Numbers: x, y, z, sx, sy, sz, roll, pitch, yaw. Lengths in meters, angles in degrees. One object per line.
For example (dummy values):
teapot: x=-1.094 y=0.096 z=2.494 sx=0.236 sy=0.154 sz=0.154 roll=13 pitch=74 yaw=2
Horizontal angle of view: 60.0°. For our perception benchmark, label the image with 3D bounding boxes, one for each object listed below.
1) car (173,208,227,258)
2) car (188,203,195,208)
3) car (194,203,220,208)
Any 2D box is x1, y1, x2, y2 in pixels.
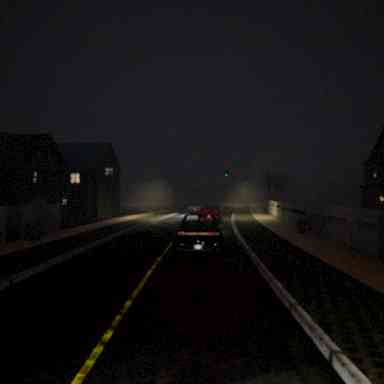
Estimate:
car: x=0.350 y=1.623 z=13.415 sx=2.128 sy=1.511 sz=4.902 roll=0 pitch=0 yaw=4
car: x=0.717 y=2.051 z=42.799 sx=1.895 sy=1.301 sz=4.718 roll=0 pitch=-1 yaw=9
car: x=1.635 y=1.778 z=29.023 sx=1.882 sy=1.535 sz=5.008 roll=0 pitch=0 yaw=7
